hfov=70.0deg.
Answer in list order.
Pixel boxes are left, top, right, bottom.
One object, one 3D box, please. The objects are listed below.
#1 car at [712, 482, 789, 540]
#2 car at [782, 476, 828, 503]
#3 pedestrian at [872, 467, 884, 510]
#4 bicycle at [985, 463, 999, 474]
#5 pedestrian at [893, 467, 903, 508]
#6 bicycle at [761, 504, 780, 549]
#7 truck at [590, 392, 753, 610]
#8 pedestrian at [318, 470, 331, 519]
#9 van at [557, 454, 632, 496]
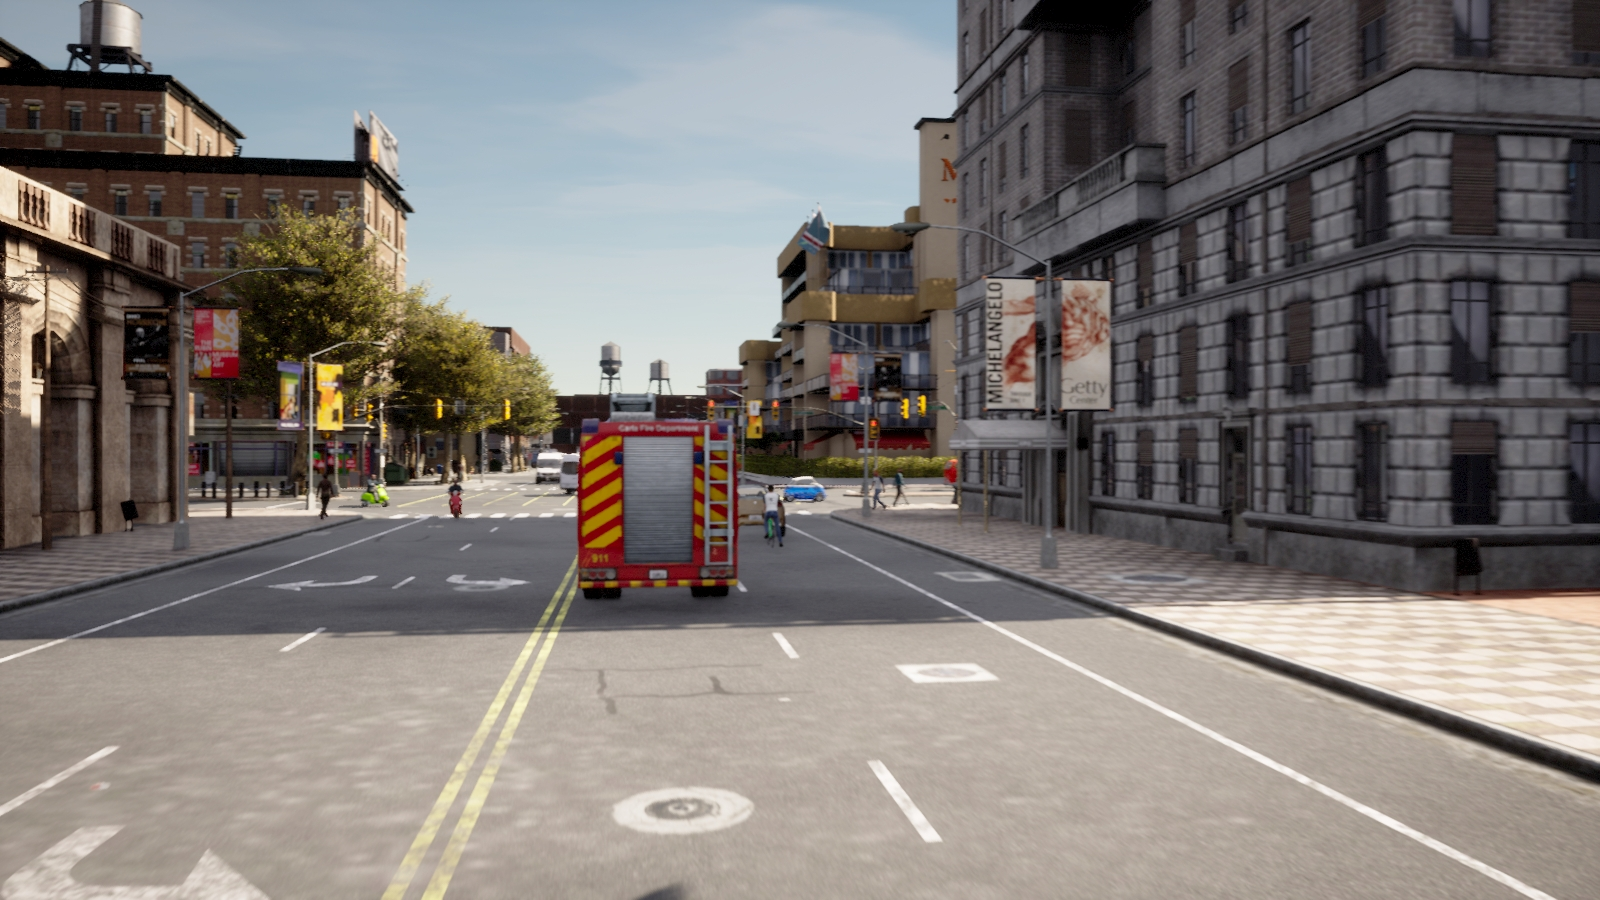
[{"bbox_3d":[-1.740,1.992,38.568,2.152,1.651,5.027,0,0,-8],"label":"car"},{"bbox_3d":[0.259,2.119,61.065,2.207,1.376,1.481,0,0,-8],"label":"car"},{"bbox_3d":[3.458,1.693,50.580,0.375,1.860,0.375,0,0,-29],"label":"pedestrian"},{"bbox_3d":[22.718,2.192,135.208,1.643,1.196,0.373,0,0,-8],"label":"bicycle"},{"bbox_3d":[4.474,1.693,52.097,0.375,1.860,0.375,0,0,-16],"label":"pedestrian"},{"bbox_3d":[-0.863,2.206,33.224,0.373,1.196,1.643,0,0,-9],"label":"bicycle"},{"bbox_3d":[-2.867,0.892,24.467,2.891,3.827,8.468,0,0,-8],"label":"truck"},{"bbox_3d":[-18.132,1.704,43.539,0.375,1.860,0.375,0,0,-7],"label":"pedestrian"},{"bbox_3d":[-12.981,1.539,72.661,1.988,2.561,5.915,1,0,19],"label":"van"}]
